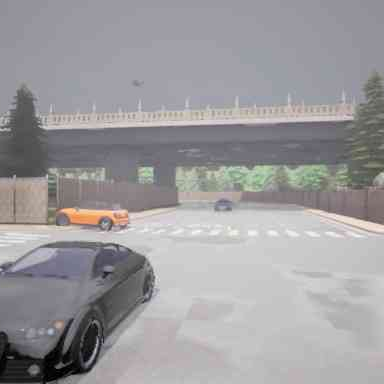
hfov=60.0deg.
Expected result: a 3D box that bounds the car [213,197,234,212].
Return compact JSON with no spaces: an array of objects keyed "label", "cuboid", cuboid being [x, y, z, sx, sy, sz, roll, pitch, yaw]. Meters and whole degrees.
[{"label":"car","cuboid":[3.786,1.627,39.856,1.812,1.442,4.674,0,0,10]}]

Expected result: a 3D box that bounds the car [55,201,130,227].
[{"label":"car","cuboid":[-6.216,1.320,20.744,4.553,1.767,2.097,3,1,18]}]

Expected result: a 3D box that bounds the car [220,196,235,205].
[{"label":"car","cuboid":[6.572,1.634,62.095,1.882,1.535,5.008,0,0,-2]}]

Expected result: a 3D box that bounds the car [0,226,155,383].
[{"label":"car","cuboid":[-2.038,1.561,5.567,1.994,1.385,4.181,0,0,10]}]
